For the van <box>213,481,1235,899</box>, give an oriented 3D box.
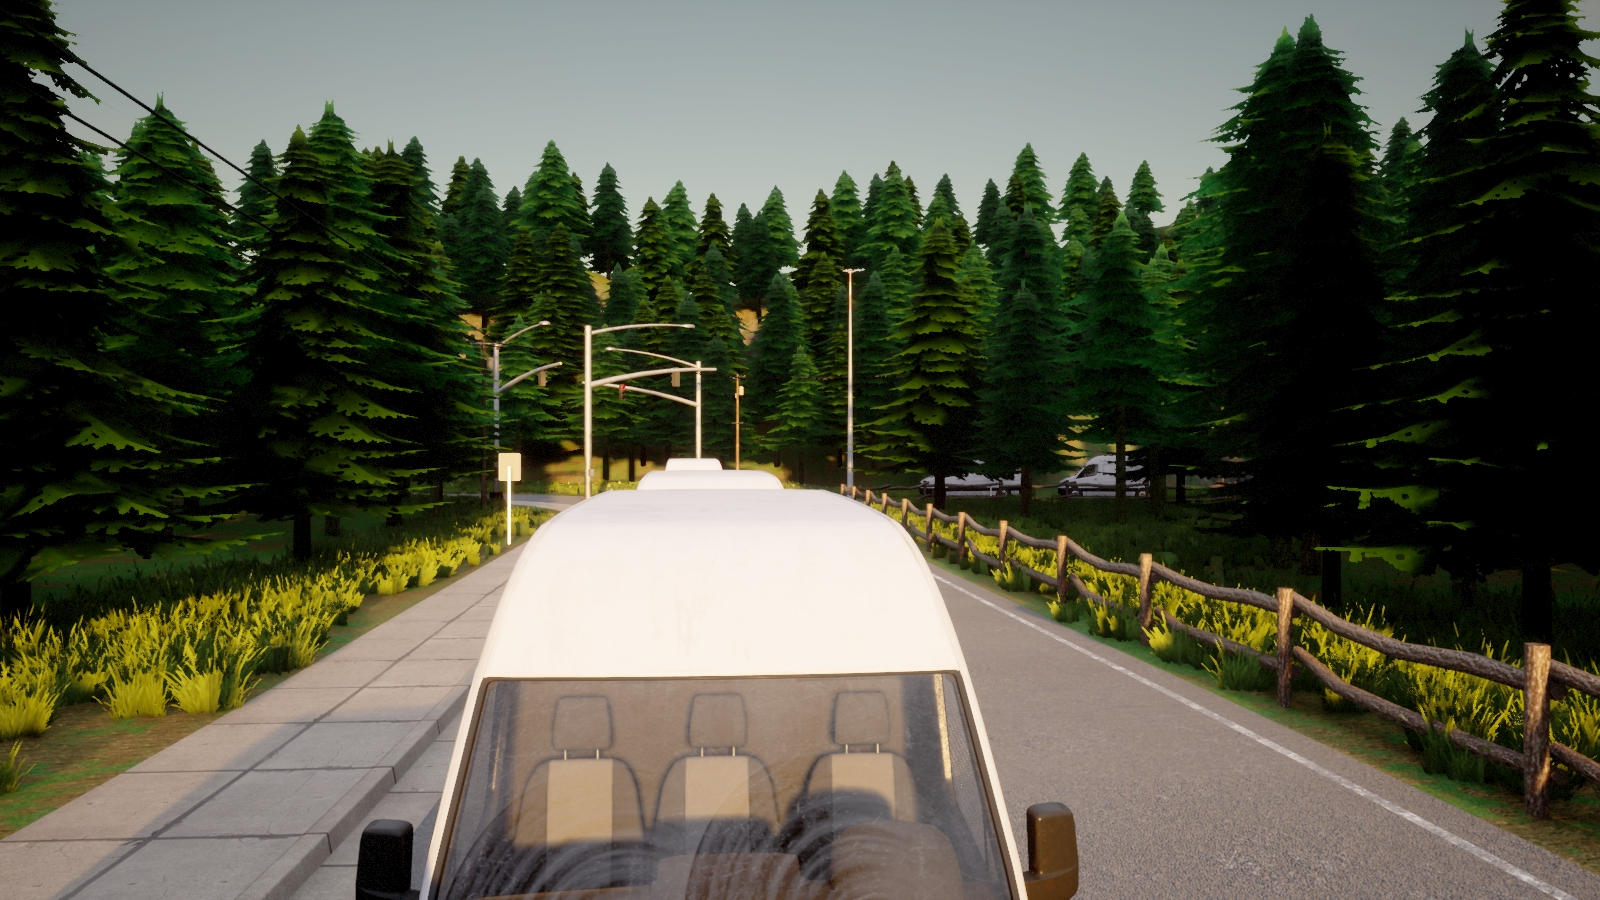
[{"bbox_3d":[-0.351,1.499,5.176,1.988,2.561,5.915,0,0,-5],"label":"van"}]
